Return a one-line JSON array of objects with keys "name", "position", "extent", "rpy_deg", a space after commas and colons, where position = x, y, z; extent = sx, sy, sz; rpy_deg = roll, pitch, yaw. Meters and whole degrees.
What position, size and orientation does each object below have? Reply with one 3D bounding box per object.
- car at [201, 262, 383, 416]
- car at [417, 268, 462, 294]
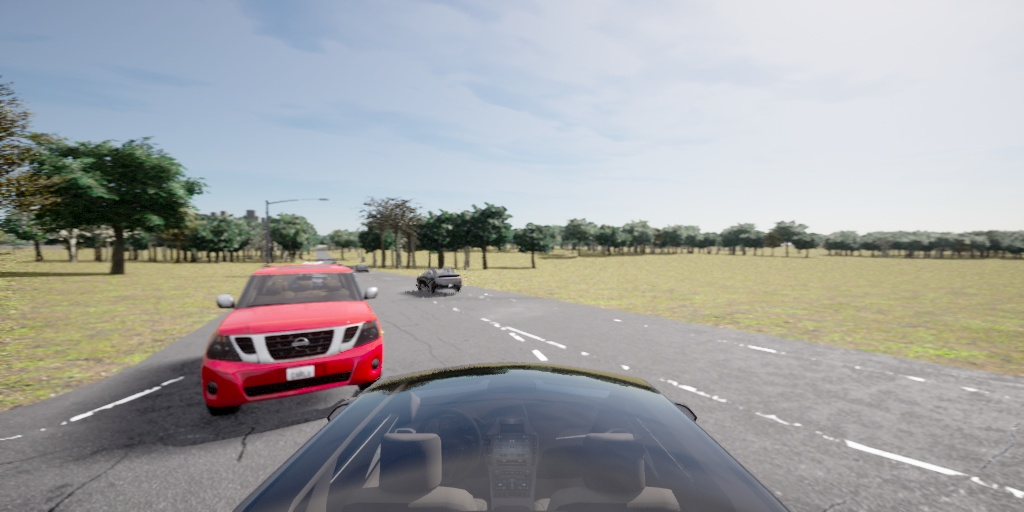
[{"name": "car", "position": [-3.996, 1.189, 6.960], "extent": [2.150, 2.045, 5.566], "rpy_deg": [-1, -1, -29]}, {"name": "car", "position": [-4.738, 1.531, 22.921], "extent": [2.128, 1.511, 4.902], "rpy_deg": [-1, 0, -29]}]
